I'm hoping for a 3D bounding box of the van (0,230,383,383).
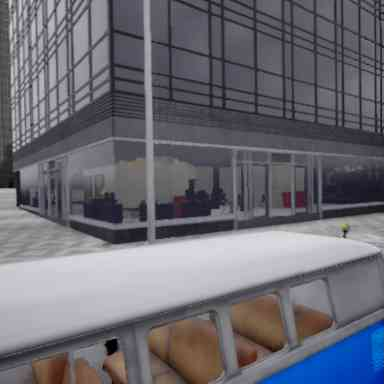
[{"bbox_3d":[-0.071,1.308,2.483,3.998,1.788,1.690,-2,1,-36],"label":"van"}]
